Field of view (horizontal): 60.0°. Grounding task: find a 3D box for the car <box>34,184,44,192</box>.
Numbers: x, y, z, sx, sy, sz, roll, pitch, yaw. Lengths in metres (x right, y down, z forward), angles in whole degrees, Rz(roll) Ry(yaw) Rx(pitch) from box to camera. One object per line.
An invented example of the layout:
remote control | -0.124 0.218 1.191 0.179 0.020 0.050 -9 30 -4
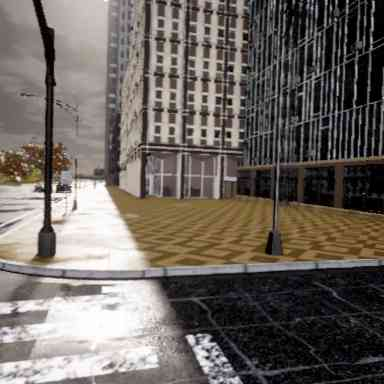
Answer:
car | -23.882 -0.704 53.209 1.895 1.301 4.718 1 2 -15

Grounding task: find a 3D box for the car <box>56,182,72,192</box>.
car | -20.855 -0.893 54.488 2.097 1.767 4.553 1 2 -15
